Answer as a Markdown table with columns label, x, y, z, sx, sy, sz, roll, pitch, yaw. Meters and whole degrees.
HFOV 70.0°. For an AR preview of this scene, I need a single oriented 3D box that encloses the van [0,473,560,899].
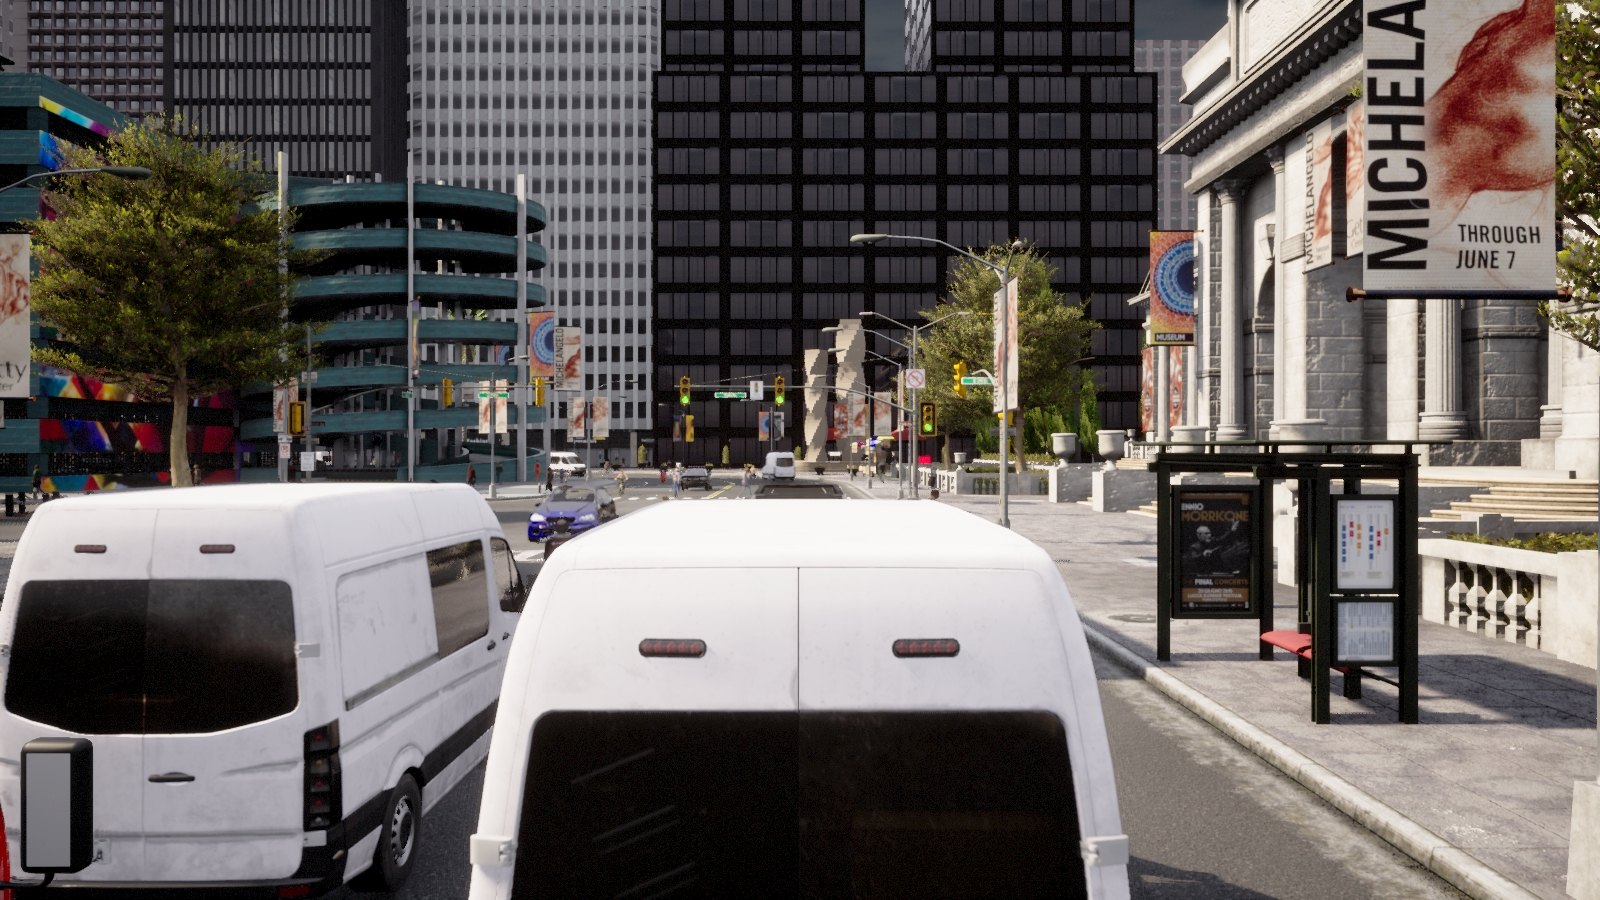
| label | x | y | z | sx | sy | sz | roll | pitch | yaw |
| --- | --- | --- | --- | --- | --- | --- | --- | --- | --- |
| van | -3.518 | 1.531 | 9.040 | 1.988 | 2.561 | 5.915 | 0 | 0 | 0 |

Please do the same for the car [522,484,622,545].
| label | x | y | z | sx | sy | sz | roll | pitch | yaw |
| --- | --- | --- | --- | --- | --- | --- | --- | --- | --- |
| car | -7.036 | 1.955 | 35.778 | 2.242 | 1.667 | 4.611 | 0 | 0 | 0 |

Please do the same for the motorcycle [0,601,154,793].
| label | x | y | z | sx | sy | sz | roll | pitch | yaw |
| --- | --- | --- | --- | --- | --- | --- | --- | --- | --- |
| motorcycle | -6.925 | 2.165 | 10.396 | 0.764 | 1.277 | 2.356 | 0 | 0 | 0 |

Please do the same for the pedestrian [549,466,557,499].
| label | x | y | z | sx | sy | sz | roll | pitch | yaw |
| --- | --- | --- | --- | --- | --- | --- | --- | --- | --- |
| pedestrian | -14.060 | 1.824 | 65.045 | 0.375 | 1.860 | 0.375 | 0 | 0 | -8 |

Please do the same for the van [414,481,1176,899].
| label | x | y | z | sx | sy | sz | roll | pitch | yaw |
| --- | --- | --- | --- | --- | --- | --- | --- | --- | --- |
| van | -0.014 | 1.532 | 5.945 | 1.988 | 2.561 | 5.915 | 0 | 0 | 0 |

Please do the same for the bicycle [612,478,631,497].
| label | x | y | z | sx | sy | sz | roll | pitch | yaw |
| --- | --- | --- | --- | --- | --- | --- | --- | --- | --- |
| bicycle | -10.667 | 2.231 | 68.344 | 0.859 | 1.080 | 1.487 | 0 | 1 | 1 |

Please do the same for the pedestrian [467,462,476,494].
| label | x | y | z | sx | sy | sz | roll | pitch | yaw |
| --- | --- | --- | --- | --- | --- | --- | --- | --- | --- |
| pedestrian | -19.502 | 1.671 | 67.762 | 0.375 | 1.860 | 0.375 | 0 | 0 | 24 |

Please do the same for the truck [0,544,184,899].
| label | x | y | z | sx | sy | sz | roll | pitch | yaw |
| --- | --- | --- | --- | --- | --- | --- | --- | --- | --- |
| truck | -3.506 | 1.567 | 1.456 | 2.627 | 2.467 | 5.204 | 0 | 0 | 0 |

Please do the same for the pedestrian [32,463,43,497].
| label | x | y | z | sx | sy | sz | roll | pitch | yaw |
| --- | --- | --- | --- | --- | --- | --- | --- | --- | --- |
| pedestrian | -42.001 | 1.672 | 62.932 | 0.375 | 1.860 | 0.375 | 0 | 0 | 10 |

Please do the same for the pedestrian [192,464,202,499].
| label | x | y | z | sx | sy | sz | roll | pitch | yaw |
| --- | --- | --- | --- | --- | --- | --- | --- | --- | --- |
| pedestrian | -32.429 | 1.674 | 61.446 | 0.375 | 1.860 | 0.375 | 0 | 0 | 5 |

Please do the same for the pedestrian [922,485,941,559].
| label | x | y | z | sx | sy | sz | roll | pitch | yaw |
| --- | --- | --- | --- | --- | --- | --- | --- | --- | --- |
| pedestrian | 3.360 | 1.838 | 29.226 | 0.375 | 1.860 | 0.375 | 0 | 0 | -16 |

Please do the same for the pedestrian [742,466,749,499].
| label | x | y | z | sx | sy | sz | roll | pitch | yaw |
| --- | --- | --- | --- | --- | --- | --- | --- | --- | --- |
| pedestrian | -3.086 | 1.824 | 64.714 | 0.375 | 1.860 | 0.375 | 0 | 0 | -6 |
